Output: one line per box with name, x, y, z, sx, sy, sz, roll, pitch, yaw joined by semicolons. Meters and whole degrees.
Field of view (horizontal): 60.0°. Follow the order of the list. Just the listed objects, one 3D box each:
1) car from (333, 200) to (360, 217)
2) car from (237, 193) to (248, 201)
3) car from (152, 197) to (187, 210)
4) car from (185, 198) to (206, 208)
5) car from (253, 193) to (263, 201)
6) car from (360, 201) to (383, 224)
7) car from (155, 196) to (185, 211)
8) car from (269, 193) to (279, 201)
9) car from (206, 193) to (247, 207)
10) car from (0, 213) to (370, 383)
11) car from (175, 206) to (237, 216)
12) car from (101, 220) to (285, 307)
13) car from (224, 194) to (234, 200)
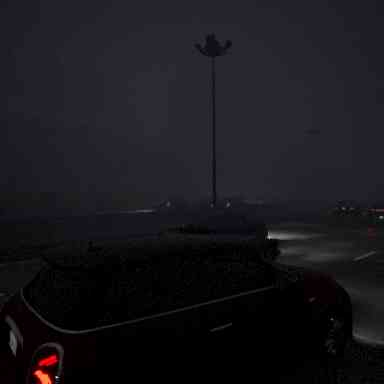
car;13.692;1.384;29.137;2.033;1.411;5.357;0;0;33
car;11.634;1.099;76.785;2.097;1.767;4.553;0;0;13
car;-2.860;1.427;42.676;2.128;1.511;4.902;0;0;29
car;1.606;1.418;36.639;1.837;1.490;4.892;0;0;33
car;15.044;1.075;75.995;2.097;1.767;4.553;0;0;13
car;13.208;1.345;22.529;2.128;1.511;4.902;0;0;37
car;-2.140;1.293;37.347;2.097;1.767;4.553;0;0;33
car;17.980;1.064;73.159;2.097;1.767;4.553;0;0;13
car;3.765;1.255;33.633;2.097;1.767;4.553;0;0;33
car;0.097;1.343;4.250;4.553;1.767;2.097;0;0;-38
car;1.509;1.524;14.638;4.181;1.385;1.994;-1;0;-43
car;0.249;1.583;8.758;4.718;1.301;1.895;-1;0;-40
car;9.097;1.221;81.340;1.837;1.490;4.892;0;0;13
